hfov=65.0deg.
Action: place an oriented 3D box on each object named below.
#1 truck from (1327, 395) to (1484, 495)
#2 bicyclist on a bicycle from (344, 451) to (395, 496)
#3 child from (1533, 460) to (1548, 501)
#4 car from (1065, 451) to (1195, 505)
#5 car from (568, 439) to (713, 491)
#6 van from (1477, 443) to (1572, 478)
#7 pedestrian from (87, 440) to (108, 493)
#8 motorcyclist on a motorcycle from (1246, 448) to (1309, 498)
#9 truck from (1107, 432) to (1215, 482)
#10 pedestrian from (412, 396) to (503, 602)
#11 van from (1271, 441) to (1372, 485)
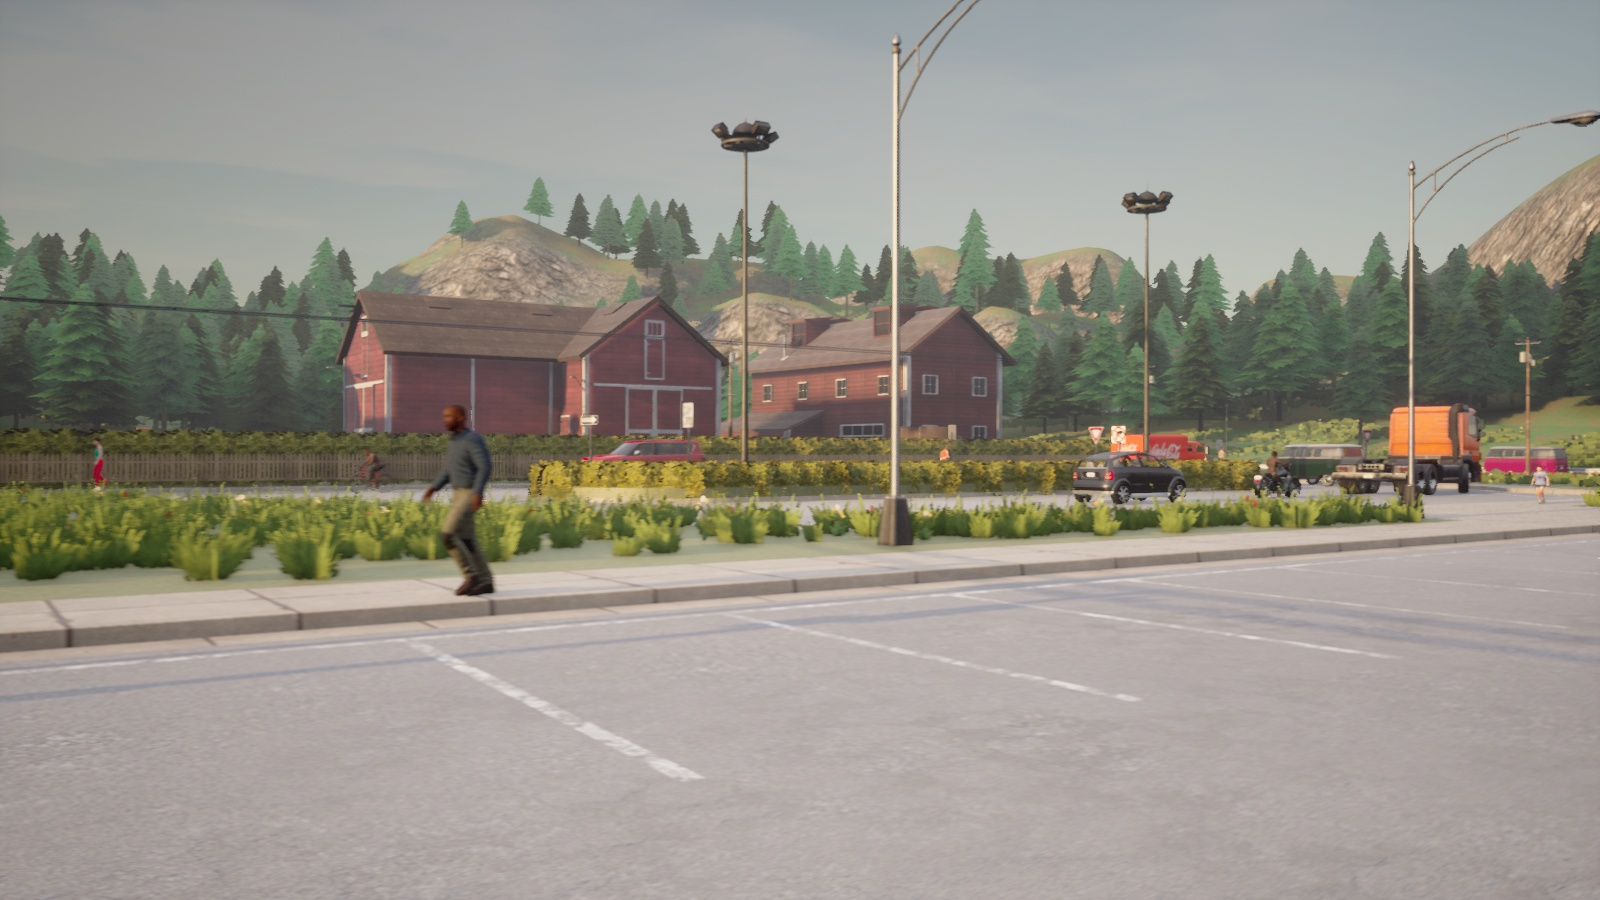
[{"bbox_3d":[23.106,-0.169,47.691,7.936,3.462,2.891,0,0,-45],"label":"truck"},{"bbox_3d":[-15.672,0.843,45.700,1.656,1.620,0.582,0,0,-34],"label":"bicyclist on a bicycle"},{"bbox_3d":[20.002,0.821,33.924,0.394,1.110,0.255,0,0,-42],"label":"child"},{"bbox_3d":[9.979,0.795,37.940,3.705,1.549,1.789,0,0,-34],"label":"car"},{"bbox_3d":[-6.539,0.605,51.889,5.566,2.045,2.150,0,0,-34],"label":"car"},{"bbox_3d":[42.232,0.589,73.298,1.775,1.987,4.442,0,0,-34],"label":"van"},{"bbox_3d":[-24.416,0.559,43.656,0.594,1.836,0.345,0,0,-34],"label":"pedestrian"},{"bbox_3d":[16.000,0.764,42.063,2.350,1.649,0.766,0,0,-34],"label":"motorcyclist on a motorcycle"},{"bbox_3d":[18.638,0.373,64.721,5.204,2.467,2.627,0,0,-34],"label":"truck"},{"bbox_3d":[-3.148,0.435,11.556,0.726,1.835,0.370,0,0,-36],"label":"pedestrian"},{"bbox_3d":[24.374,0.590,58.868,1.775,1.987,4.442,0,0,-21],"label":"van"}]
